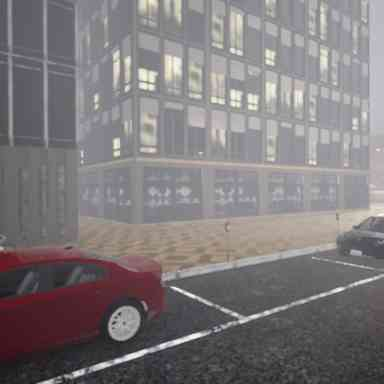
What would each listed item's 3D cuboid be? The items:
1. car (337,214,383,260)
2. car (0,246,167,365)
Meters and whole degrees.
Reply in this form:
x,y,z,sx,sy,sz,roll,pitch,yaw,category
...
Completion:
x,y,z,sx,sy,sz,roll,pitch,yaw,category
6.767,1.463,11.393,4.313,1.339,1.947,-1,0,-36,car
-2.514,1.540,4.766,4.507,1.381,1.887,0,0,-36,car
